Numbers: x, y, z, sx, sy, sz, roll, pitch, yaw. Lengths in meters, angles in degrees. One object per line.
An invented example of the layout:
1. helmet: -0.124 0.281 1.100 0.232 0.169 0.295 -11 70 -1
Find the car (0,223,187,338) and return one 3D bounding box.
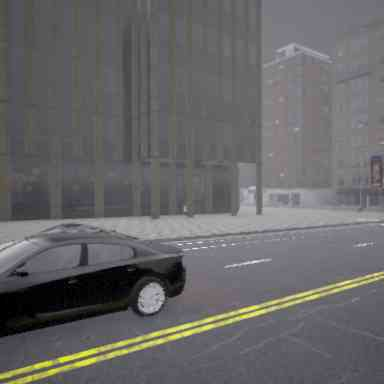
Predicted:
1. car: -2.438 1.490 5.937 5.008 1.535 1.882 1 0 -35

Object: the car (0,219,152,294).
1. car: -3.443 1.586 9.211 4.181 1.385 1.994 1 0 -35
